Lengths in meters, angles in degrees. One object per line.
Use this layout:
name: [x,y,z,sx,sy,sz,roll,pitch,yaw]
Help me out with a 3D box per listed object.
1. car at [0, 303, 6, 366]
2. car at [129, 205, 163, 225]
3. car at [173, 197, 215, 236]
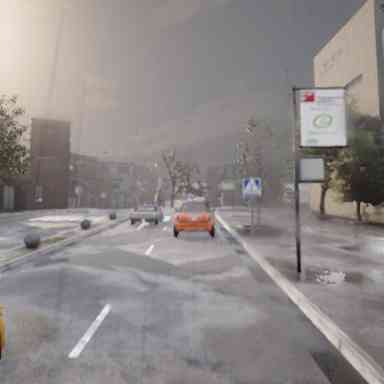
car: [-3.149,1.475,1.971,1.882,1.535,5.008,0,0,0]
car: [-3.141,1.555,23.789,1.895,1.301,4.718,0,0,0]
car: [0.102,1.324,18.358,2.097,1.767,4.553,0,0,0]
